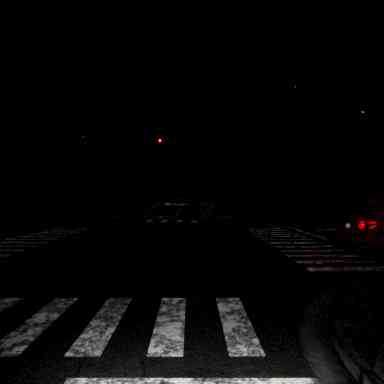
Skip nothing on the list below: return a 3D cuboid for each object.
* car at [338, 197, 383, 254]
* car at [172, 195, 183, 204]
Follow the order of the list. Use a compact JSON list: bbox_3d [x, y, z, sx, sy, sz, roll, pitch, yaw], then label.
[{"bbox_3d":[7.823,1.190,11.002,5.566,2.045,2.150,0,-1,0],"label":"car"},{"bbox_3d":[-2.932,1.498,69.321,2.097,1.767,4.553,0,0,0],"label":"car"}]
